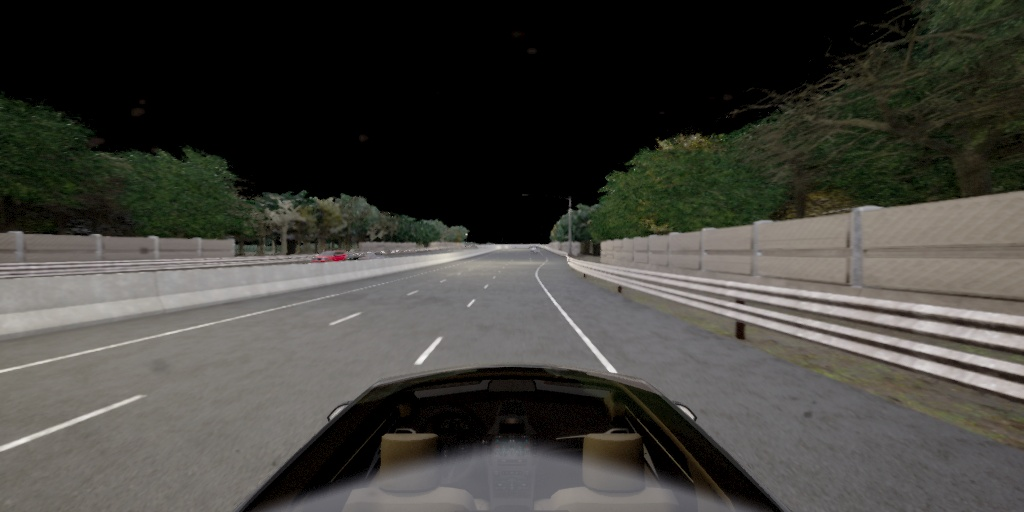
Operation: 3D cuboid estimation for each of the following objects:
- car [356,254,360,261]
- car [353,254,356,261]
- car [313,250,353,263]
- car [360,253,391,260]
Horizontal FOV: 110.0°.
[{"bbox_3d":[-20.014,0.313,51.589,2.097,1.767,4.553,0,2,3],"label":"car"},{"bbox_3d":[-26.063,0.390,57.812,1.895,1.301,4.718,0,2,-1],"label":"car"},{"bbox_3d":[-23.710,0.296,47.081,2.150,2.045,5.566,0,1,3],"label":"car"},{"bbox_3d":[-16.775,0.612,45.446,2.128,1.511,4.902,0,1,3],"label":"car"}]
